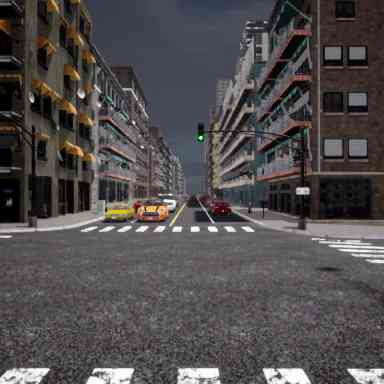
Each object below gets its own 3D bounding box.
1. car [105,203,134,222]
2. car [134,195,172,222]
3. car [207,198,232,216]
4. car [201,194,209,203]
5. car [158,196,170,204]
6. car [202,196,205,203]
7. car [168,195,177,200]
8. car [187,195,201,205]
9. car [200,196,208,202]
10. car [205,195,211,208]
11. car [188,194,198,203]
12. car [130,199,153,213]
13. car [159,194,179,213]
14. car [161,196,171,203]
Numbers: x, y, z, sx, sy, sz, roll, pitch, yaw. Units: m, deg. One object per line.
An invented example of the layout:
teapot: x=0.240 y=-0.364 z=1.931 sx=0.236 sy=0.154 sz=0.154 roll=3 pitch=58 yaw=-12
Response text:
car: x=-5.612 y=1.532 z=26.284 sx=1.752 sy=1.417 sz=4.829 roll=1 pitch=0 yaw=0
car: x=-3.024 y=1.358 z=26.556 sx=2.097 sy=1.767 sz=4.553 roll=0 pitch=0 yaw=0
car: x=2.783 y=1.553 z=31.941 sx=1.887 sy=1.381 sz=4.507 roll=1 pitch=0 yaw=0
car: x=2.887 y=1.339 z=70.606 sx=2.192 sy=1.841 sz=5.009 roll=1 pitch=0 yaw=0
car: x=-5.511 y=1.572 z=65.118 sx=2.008 sy=1.369 sz=4.403 roll=1 pitch=0 yaw=0
car: x=2.826 y=1.596 z=48.511 sx=1.802 sy=1.307 sz=4.206 roll=1 pitch=0 yaw=0
car: x=-5.438 y=1.588 z=92.734 sx=2.008 sy=1.369 sz=4.403 roll=1 pitch=0 yaw=0
car: x=0.155 y=1.523 z=57.792 sx=1.837 sy=1.490 sz=4.892 roll=0 pitch=0 yaw=0
car: x=2.914 y=1.596 z=81.652 sx=1.947 sy=1.339 sz=4.313 roll=1 pitch=0 yaw=0
car: x=2.798 y=1.450 z=37.464 sx=1.967 sy=1.590 sz=4.097 roll=1 pitch=0 yaw=0
car: x=0.181 y=1.375 z=68.184 sx=2.097 sy=1.767 sz=4.553 roll=0 pitch=0 yaw=0
car: x=-5.583 y=1.554 z=37.500 sx=1.887 sy=1.381 sz=4.507 roll=1 pitch=0 yaw=0
car: x=-2.997 y=1.230 z=37.221 sx=2.150 sy=2.045 sz=5.566 roll=0 pitch=0 yaw=0
car: x=-5.496 y=1.569 z=70.641 sx=1.887 sy=1.381 sz=4.507 roll=1 pitch=0 yaw=0
